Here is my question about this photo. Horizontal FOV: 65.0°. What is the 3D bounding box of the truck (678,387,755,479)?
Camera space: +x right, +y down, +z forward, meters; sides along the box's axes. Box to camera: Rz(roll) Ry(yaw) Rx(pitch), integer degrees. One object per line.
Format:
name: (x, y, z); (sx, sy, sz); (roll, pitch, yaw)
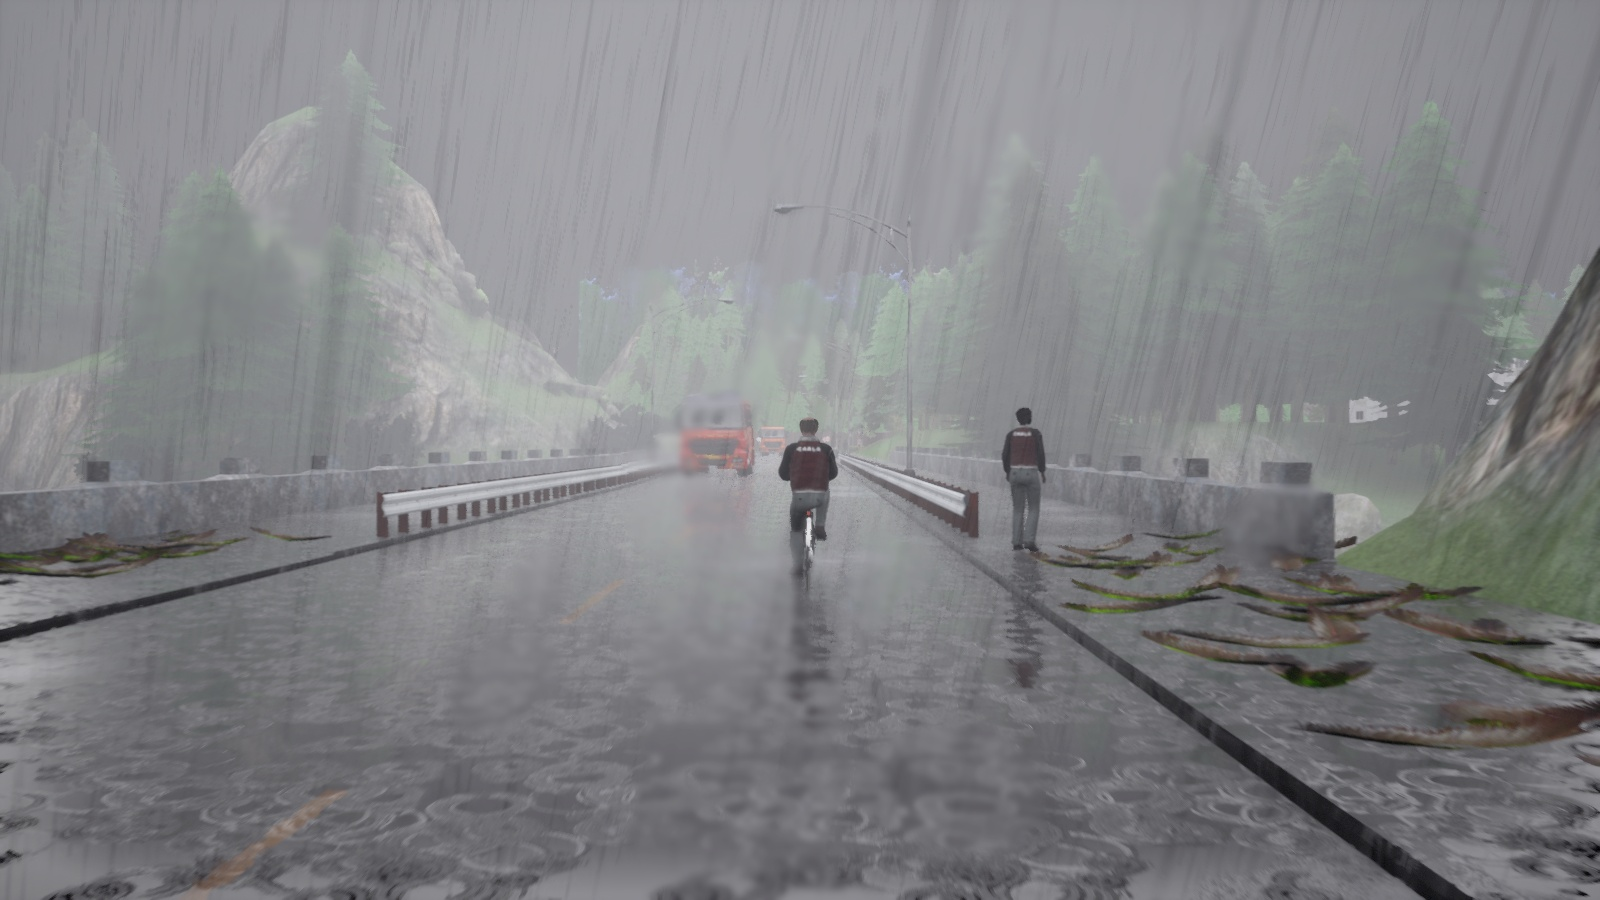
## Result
truck: (-3.647, -0.741, 56.763); (2.891, 3.827, 8.468); (0, 0, 0)

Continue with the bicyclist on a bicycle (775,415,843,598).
bicyclist on a bicycle: (0.093, 0.543, 13.114); (0.659, 1.776, 1.843); (0, 0, 0)

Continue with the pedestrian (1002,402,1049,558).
pedestrian: (2.870, 0.368, 15.973); (0.402, 1.930, 0.666); (0, 0, 28)
